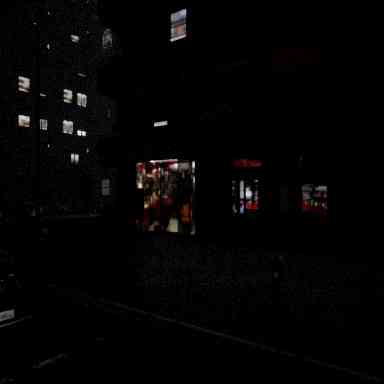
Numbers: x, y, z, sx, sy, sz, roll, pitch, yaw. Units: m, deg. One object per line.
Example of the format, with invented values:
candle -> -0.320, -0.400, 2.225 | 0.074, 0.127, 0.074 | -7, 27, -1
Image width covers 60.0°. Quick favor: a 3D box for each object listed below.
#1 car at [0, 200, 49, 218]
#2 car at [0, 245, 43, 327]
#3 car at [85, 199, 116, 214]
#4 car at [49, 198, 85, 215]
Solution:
car -> -14.039, 1.350, 26.071 | 2.008, 1.369, 4.403 | 1, 1, 35
car -> -4.473, 1.551, 6.062 | 4.403, 1.369, 2.008 | 0, 0, 35
car -> -7.270, 1.287, 31.259 | 1.895, 1.301, 4.718 | 0, 1, 35
car -> -10.949, 1.250, 30.497 | 1.752, 1.417, 4.829 | 1, 1, 35
